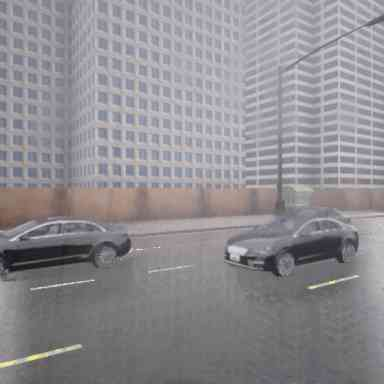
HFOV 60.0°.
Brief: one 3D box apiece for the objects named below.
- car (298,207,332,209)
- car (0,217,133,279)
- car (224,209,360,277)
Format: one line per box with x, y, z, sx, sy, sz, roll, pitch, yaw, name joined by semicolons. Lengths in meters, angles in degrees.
5.795;1.504;16.232;4.892;1.490;1.837;0;0;-34;car
-4.152;1.492;9.589;4.902;1.511;2.128;0;0;-34;car
3.194;1.491;10.292;4.902;1.511;2.128;0;0;-34;car
